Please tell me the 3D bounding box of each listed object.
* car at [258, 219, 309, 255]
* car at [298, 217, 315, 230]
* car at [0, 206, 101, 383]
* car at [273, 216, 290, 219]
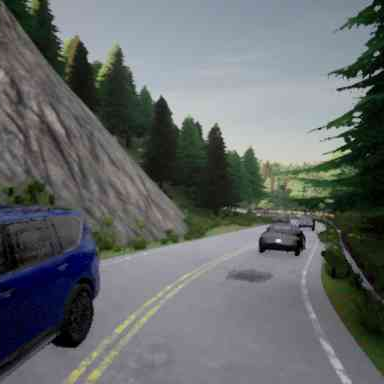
[{"bbox_3d":[4.684,2.302,17.033,1.994,1.385,4.181,1,-2,22],"label":"car"},{"bbox_3d":[12.500,3.374,36.464,2.033,1.411,5.357,1,-2,21],"label":"car"},{"bbox_3d":[-2.901,1.216,3.616,2.150,2.045,5.566,0,-1,8],"label":"car"},{"bbox_3d":[12.099,3.719,44.935,1.994,1.385,4.181,1,-3,21],"label":"car"}]
